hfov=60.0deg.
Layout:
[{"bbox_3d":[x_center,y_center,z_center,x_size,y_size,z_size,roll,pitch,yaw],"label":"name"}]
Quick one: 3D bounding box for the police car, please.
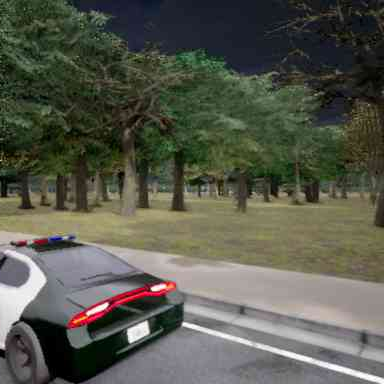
[{"bbox_3d":[-2.610,1.507,5.421,4.974,1.542,2.038,0,0,35],"label":"police car"}]
